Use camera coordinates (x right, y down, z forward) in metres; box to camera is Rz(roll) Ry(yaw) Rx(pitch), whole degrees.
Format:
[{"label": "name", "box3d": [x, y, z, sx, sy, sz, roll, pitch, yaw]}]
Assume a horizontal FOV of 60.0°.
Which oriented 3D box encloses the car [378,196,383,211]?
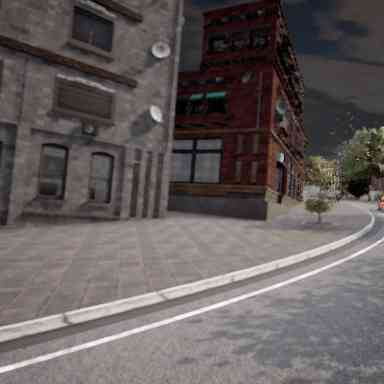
[{"label": "car", "box3d": [19.292, 1.077, 31.676, 2.097, 1.767, 4.553, 3, 2, 20]}]
